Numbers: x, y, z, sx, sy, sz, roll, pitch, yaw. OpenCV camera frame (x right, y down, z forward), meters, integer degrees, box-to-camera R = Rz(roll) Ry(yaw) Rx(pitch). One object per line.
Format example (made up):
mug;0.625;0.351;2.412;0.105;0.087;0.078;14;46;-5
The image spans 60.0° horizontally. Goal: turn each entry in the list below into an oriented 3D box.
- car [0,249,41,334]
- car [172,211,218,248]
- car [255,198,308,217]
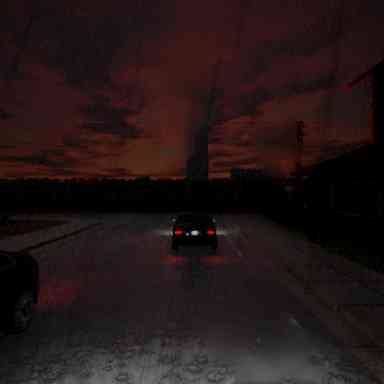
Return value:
car;-3.593;1.492;3.948;2.128;1.511;4.902;0;0;0
car;0.097;1.550;14.665;2.033;1.411;5.357;0;0;0
car;7.878;1.385;29.042;4.553;1.767;2.097;0;0;-8
